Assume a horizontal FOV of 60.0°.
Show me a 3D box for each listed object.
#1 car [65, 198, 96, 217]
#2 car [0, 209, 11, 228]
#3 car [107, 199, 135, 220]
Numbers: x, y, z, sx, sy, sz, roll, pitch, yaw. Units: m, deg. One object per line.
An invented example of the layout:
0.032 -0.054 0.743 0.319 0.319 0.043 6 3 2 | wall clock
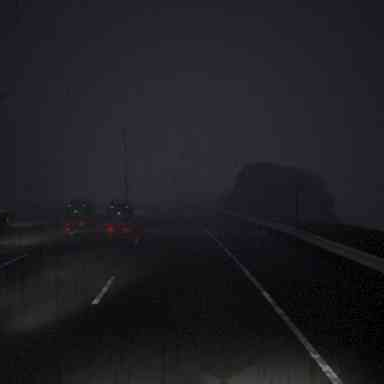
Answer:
-9.369 1.261 28.189 2.128 1.511 4.902 0 0 -9 | car
-7.291 1.422 9.049 2.128 1.511 4.902 0 0 -3 | car
-5.493 1.276 25.897 2.128 1.511 4.902 0 1 -8 | car
